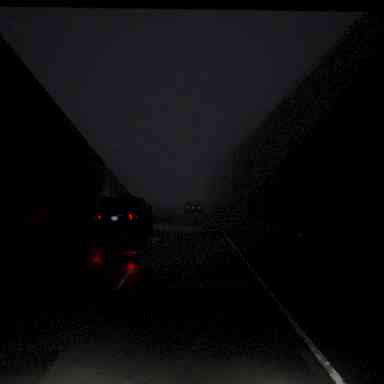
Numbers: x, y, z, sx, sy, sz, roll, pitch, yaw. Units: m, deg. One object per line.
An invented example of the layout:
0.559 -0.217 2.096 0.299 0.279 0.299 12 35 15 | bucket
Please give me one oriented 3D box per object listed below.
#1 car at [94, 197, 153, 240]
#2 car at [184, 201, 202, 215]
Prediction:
-3.393 1.262 17.313 2.150 2.045 5.566 0 0 0 | car
0.097 1.629 35.245 2.033 1.411 5.357 0 0 0 | car
